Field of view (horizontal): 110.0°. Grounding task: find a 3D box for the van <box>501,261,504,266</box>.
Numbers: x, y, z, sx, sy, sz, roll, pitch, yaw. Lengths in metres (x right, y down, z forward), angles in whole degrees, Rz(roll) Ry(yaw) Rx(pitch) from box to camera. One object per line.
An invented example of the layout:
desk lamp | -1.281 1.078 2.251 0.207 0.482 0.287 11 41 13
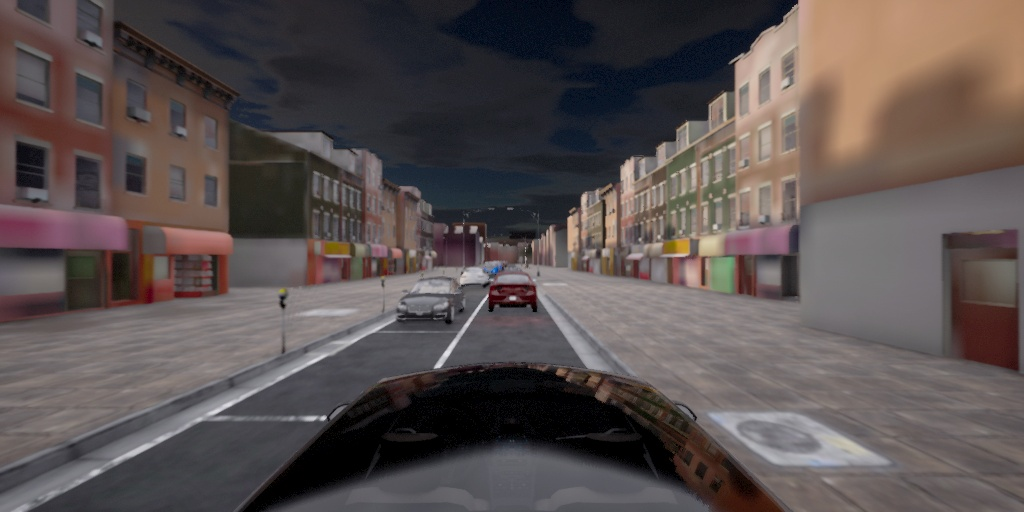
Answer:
van | -2.642 1.819 61.307 1.690 1.789 3.998 0 0 0

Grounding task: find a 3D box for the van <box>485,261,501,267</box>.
van | -2.641 1.613 45.007 1.690 1.789 3.998 0 0 0

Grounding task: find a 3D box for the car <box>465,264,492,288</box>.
car | -2.752 1.575 26.871 1.812 1.442 4.674 0 -1 0

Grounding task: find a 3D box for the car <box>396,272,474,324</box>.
car | -2.639 1.426 12.406 2.007 1.370 4.403 0 0 0

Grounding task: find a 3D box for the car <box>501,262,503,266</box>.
car | -2.641 1.906 50.440 1.948 1.339 4.313 0 0 0

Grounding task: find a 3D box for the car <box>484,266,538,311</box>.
car | 0.052 1.388 15.305 1.882 1.535 5.008 0 -1 0
